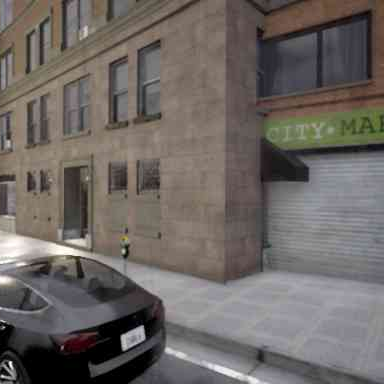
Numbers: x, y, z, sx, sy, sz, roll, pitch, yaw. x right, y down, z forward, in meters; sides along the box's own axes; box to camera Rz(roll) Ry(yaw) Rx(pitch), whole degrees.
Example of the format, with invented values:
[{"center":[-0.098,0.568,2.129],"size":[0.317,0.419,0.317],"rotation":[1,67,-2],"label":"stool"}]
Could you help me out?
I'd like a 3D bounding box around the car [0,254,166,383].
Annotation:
[{"center":[-2.311,1.586,4.725],"size":[4.313,1.339,1.947],"rotation":[0,0,36],"label":"car"}]
